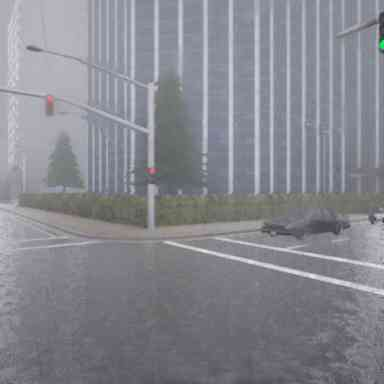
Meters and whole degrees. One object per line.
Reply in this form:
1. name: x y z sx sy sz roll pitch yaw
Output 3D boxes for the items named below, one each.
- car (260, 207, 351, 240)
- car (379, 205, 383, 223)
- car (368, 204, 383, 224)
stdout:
1. car: 5.891 1.491 16.798 5.357 1.411 2.033 0 0 -35
2. car: 11.428 1.464 16.428 4.674 1.442 1.812 0 0 -36
3. car: 13.823 1.418 22.452 4.902 1.511 2.128 0 0 -35
